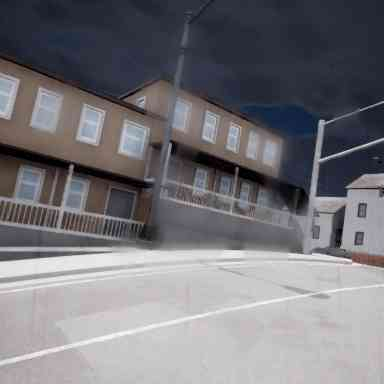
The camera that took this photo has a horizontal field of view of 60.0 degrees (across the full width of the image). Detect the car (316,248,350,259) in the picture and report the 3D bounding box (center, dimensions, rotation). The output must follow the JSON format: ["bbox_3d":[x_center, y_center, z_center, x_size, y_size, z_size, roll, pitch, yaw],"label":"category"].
[{"bbox_3d":[13.009,6.768,33.567,2.150,2.045,5.566,14,-17,-34],"label":"car"}]

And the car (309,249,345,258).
[{"bbox_3d":[10.862,6.156,30.237,1.895,1.301,4.718,14,-17,-34],"label":"car"}]
